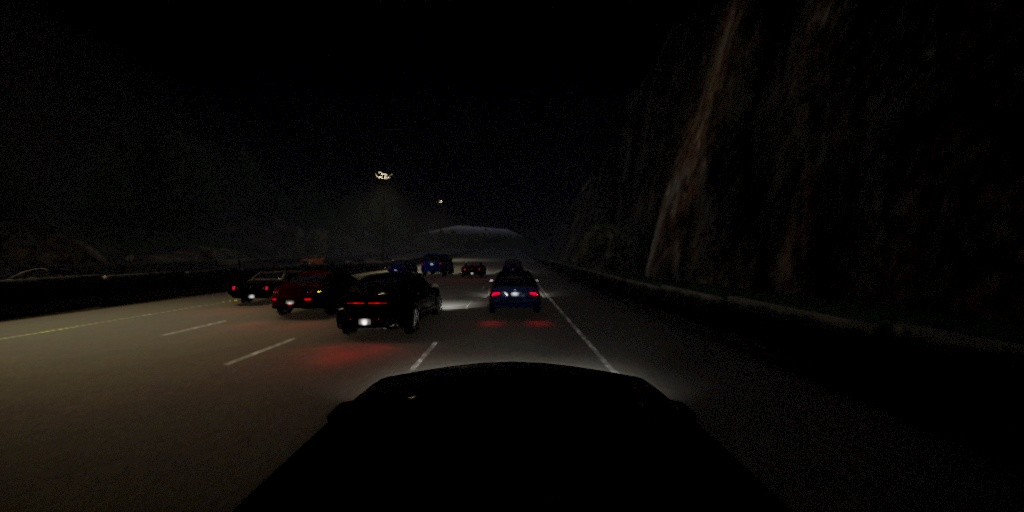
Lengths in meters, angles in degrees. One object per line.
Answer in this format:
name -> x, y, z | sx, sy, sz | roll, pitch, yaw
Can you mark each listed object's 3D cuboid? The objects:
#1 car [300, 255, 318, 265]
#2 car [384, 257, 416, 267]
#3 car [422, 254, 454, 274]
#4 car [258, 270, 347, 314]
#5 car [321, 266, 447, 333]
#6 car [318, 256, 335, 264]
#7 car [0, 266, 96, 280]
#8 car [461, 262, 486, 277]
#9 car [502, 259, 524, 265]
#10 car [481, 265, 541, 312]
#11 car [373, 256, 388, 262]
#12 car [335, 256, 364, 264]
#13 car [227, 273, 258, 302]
car -> -31.552, 0.666, 57.001 | 1.882, 1.535, 5.008 | 0, 1, 1
car -> -10.411, 1.079, 34.288 | 1.812, 1.442, 4.674 | 0, 1, 0
car -> -6.911, 0.782, 33.643 | 2.150, 2.045, 5.566 | 0, 1, 0
car -> -6.916, 1.249, 13.464 | 1.812, 1.442, 4.674 | 0, 0, 0
car -> -3.407, 1.241, 10.704 | 1.837, 1.490, 4.892 | 0, 1, 0
car -> -28.053, 0.735, 57.031 | 2.033, 1.411, 5.357 | 0, 1, 1
car -> -21.104, 1.209, 15.440 | 2.128, 1.511, 4.902 | 0, 0, 0
car -> -3.411, 1.168, 32.958 | 1.895, 1.301, 4.718 | 0, 1, 0
car -> 0.088, 1.027, 34.384 | 1.882, 1.535, 5.008 | 0, 1, 0
car -> 0.096, 1.267, 14.101 | 2.033, 1.411, 5.357 | 0, 0, 0
car -> -21.058, 0.685, 58.343 | 1.812, 1.442, 4.674 | 0, 1, 1
car -> -24.574, 0.714, 55.239 | 2.128, 1.511, 4.902 | 0, 1, 0
car -> -10.404, 1.310, 16.543 | 1.895, 1.301, 4.718 | 0, 0, 0
